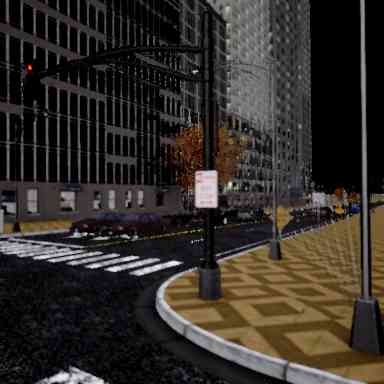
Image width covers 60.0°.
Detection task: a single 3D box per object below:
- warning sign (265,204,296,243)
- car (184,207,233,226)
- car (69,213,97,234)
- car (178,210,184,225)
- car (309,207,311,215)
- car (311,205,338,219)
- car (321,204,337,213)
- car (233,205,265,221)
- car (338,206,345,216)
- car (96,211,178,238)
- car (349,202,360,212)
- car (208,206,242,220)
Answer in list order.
[{"bbox_3d":[4.596,1.599,17.316,1.300,1.860,1.060,0,0,32],"label":"warning sign"},{"bbox_3d":[1.630,2.315,30.513,1.837,1.490,4.892,-1,-2,32],"label":"car"},{"bbox_3d":[-6.179,2.179,24.060,2.033,1.411,5.357,-1,-2,32],"label":"car"},{"bbox_3d":[-1.136,2.449,32.216,1.895,1.301,4.718,-1,-2,32],"label":"car"},{"bbox_3d":[20.392,2.937,54.314,2.128,1.511,4.902,-1,-2,32],"label":"car"},{"bbox_3d":[17.283,2.667,43.203,1.837,1.490,4.892,-1,-2,32],"label":"car"},{"bbox_3d":[26.359,3.187,63.967,2.128,1.511,4.902,-1,-2,32],"label":"car"},{"bbox_3d":[6.936,2.389,39.080,2.097,1.767,4.553,-1,-2,32],"label":"car"},{"bbox_3d":[22.712,2.872,52.073,1.882,1.535,5.008,-1,-2,32],"label":"car"},{"bbox_3d":[-3.491,2.138,22.227,2.033,1.411,5.357,-1,-2,32],"label":"car"},{"bbox_3d":[32.062,2.958,65.044,2.150,2.045,5.566,-1,-2,32],"label":"car"},{"bbox_3d":[4.102,2.563,40.674,2.128,1.511,4.902,-1,-2,32],"label":"car"}]
